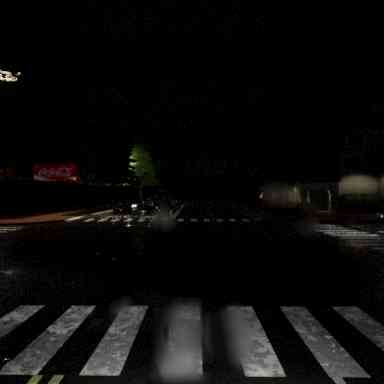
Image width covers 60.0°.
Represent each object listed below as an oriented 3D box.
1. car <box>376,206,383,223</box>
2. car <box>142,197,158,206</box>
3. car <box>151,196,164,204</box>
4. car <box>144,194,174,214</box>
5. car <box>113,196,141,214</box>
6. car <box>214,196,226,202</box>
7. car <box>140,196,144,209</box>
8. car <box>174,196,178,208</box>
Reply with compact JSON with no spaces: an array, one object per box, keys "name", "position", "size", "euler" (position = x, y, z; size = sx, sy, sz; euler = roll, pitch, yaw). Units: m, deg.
[{"name":"car","position":[15.067,1.221,21.530],"size":[5.566,2.045,2.150],"euler":[0,0,1]},{"name":"car","position":[-6.765,1.563,53.823],"size":[1.994,1.385,4.181],"euler":[0,0,0]},{"name":"car","position":[-6.531,1.476,64.106],"size":[1.882,1.535,5.008],"euler":[0,0,2]},{"name":"car","position":[-3.450,1.221,35.882],"size":[2.150,2.045,5.566],"euler":[0,0,1]},{"name":"car","position":[-6.954,1.504,34.960],"size":[1.837,1.490,4.892],"euler":[0,0,1]},{"name":"car","position":[6.356,1.551,74.732],"size":[1.994,1.385,4.181],"euler":[0,0,20]},{"name":"car","position":[-6.876,1.351,43.927],"size":[2.097,1.767,4.553],"euler":[0,0,1]},{"name":"car","position":[-3.353,1.600,45.646],"size":[1.895,1.301,4.718],"euler":[0,0,1]}]
